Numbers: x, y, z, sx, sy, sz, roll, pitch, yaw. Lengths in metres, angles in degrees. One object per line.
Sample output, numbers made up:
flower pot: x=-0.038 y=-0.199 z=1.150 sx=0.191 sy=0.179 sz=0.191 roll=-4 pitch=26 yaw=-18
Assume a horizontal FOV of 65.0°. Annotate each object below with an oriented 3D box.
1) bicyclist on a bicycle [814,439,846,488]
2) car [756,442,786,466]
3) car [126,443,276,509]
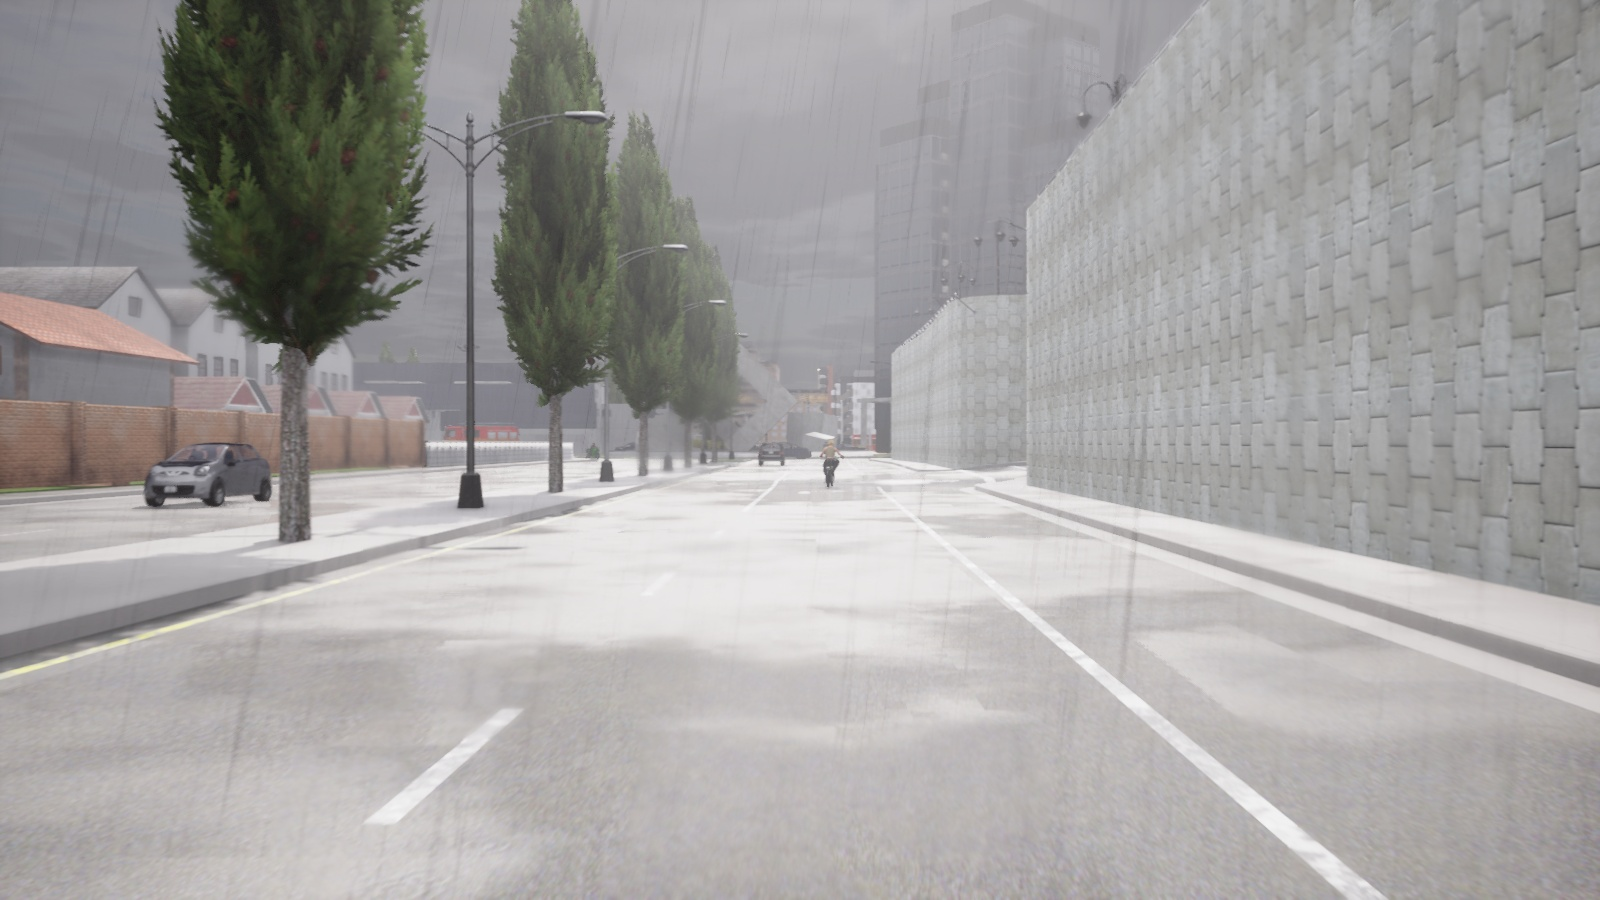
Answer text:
bicyclist on a bicycle: x=1.014 y=0.446 z=42.192 sx=0.866 sy=1.612 sz=1.509 roll=1 pitch=1 yaw=9
car: x=-1.906 y=0.254 z=83.314 sx=1.789 sy=1.549 sz=3.705 roll=0 pitch=0 yaw=1
car: x=-14.411 y=0.575 z=30.422 sx=1.845 sy=1.501 sz=3.633 roll=0 pitch=0 yaw=1
